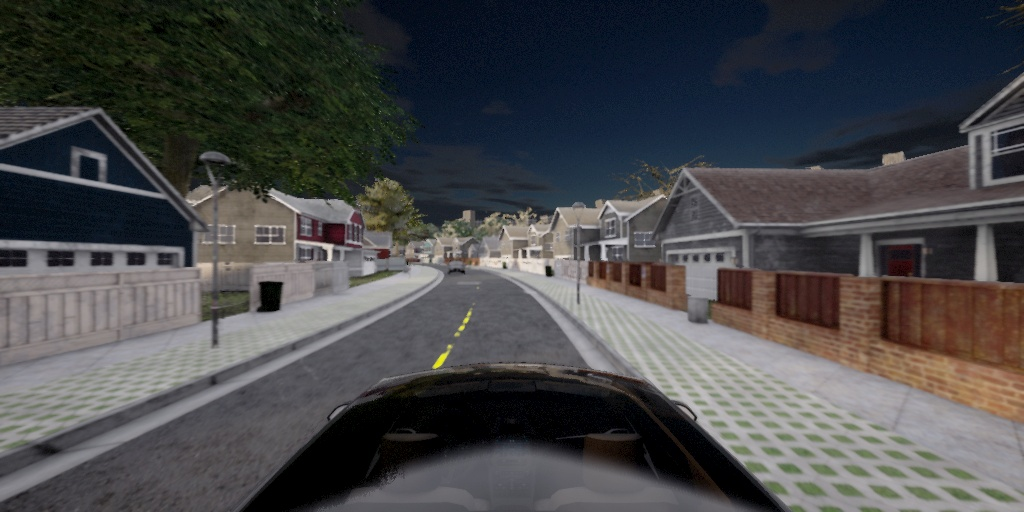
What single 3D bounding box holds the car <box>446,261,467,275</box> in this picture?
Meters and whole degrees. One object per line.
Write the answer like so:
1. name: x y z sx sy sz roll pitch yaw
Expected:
1. car: -6.072 1.250 39.153 1.837 1.490 4.892 0 -1 -11
